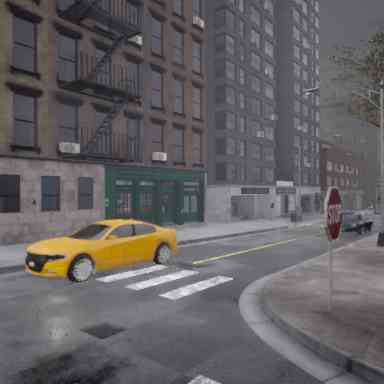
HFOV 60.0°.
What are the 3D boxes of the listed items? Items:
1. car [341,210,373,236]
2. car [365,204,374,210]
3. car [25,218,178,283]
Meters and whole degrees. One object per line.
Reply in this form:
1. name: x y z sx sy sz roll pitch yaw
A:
1. car: 10.814 2.126 22.429 1.895 1.301 4.718 0 -2 39
2. car: 23.942 2.235 43.386 1.812 1.442 4.674 0 -1 39
3. car: -2.543 1.623 10.469 1.882 1.535 5.008 0 -1 39
